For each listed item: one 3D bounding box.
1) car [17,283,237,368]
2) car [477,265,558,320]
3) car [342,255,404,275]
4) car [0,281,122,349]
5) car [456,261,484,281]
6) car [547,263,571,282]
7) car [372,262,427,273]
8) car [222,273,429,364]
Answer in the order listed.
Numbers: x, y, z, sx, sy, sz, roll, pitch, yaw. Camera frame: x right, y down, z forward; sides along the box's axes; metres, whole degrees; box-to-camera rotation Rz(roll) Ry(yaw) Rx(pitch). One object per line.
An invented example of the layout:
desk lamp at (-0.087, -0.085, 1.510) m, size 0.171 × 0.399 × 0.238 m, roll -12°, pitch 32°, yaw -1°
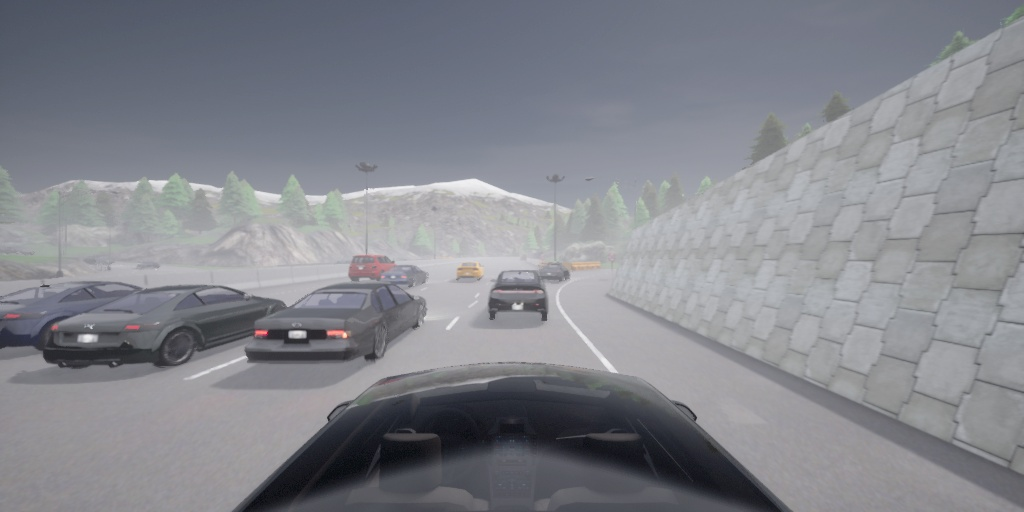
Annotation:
car at (-6.905, 1.306, 7.848) m, size 1.994 × 1.385 × 4.181 m, roll 0°, pitch 0°, yaw 0°
car at (0.272, 1.227, 12.508) m, size 2.128 × 1.511 × 4.902 m, roll 0°, pitch 0°, yaw 3°
car at (-10.396, 0.936, 27.330) m, size 2.150 × 2.045 × 5.566 m, roll 0°, pitch 0°, yaw 0°
car at (-10.403, 1.304, 8.942) m, size 1.994 × 1.385 × 4.181 m, roll 0°, pitch 0°, yaw 0°
car at (-3.395, 1.189, 29.817) m, size 1.882 × 1.535 × 5.008 m, roll 0°, pitch 0°, yaw 0°
car at (3.418, 1.276, 28.527) m, size 1.994 × 1.385 × 4.181 m, roll 0°, pitch 0°, yaw 19°
car at (-6.901, 1.267, 23.340) m, size 2.033 × 1.411 × 5.357 m, roll 0°, pitch 0°, yaw 0°
car at (-3.400, 1.288, 8.198) m, size 2.033 × 1.411 × 5.357 m, roll 0°, pitch 0°, yaw 0°
